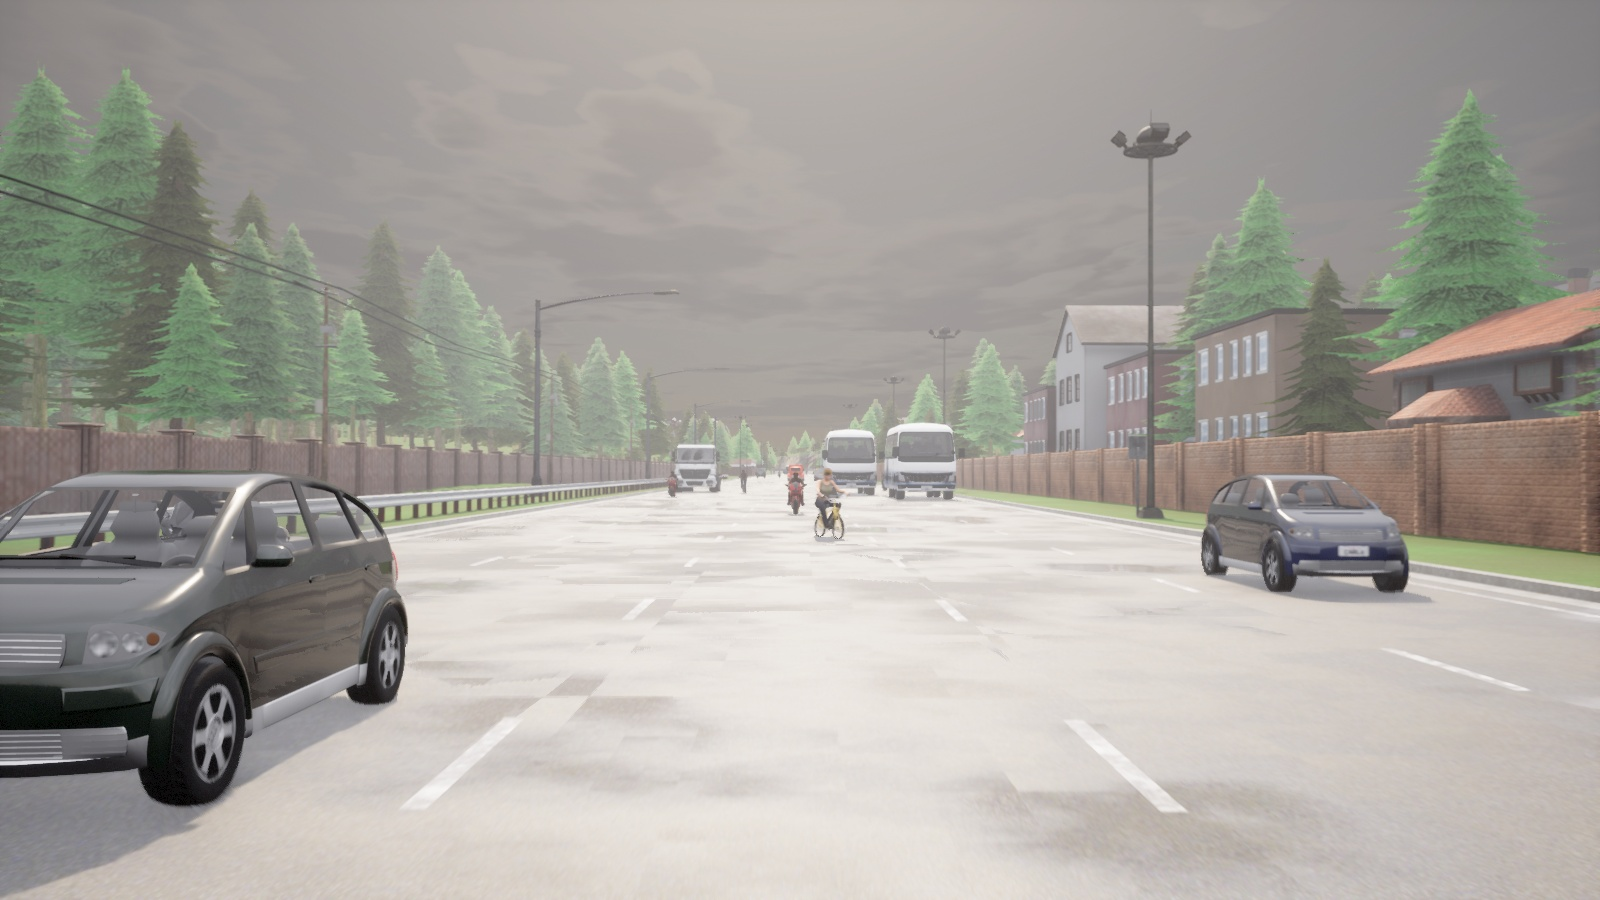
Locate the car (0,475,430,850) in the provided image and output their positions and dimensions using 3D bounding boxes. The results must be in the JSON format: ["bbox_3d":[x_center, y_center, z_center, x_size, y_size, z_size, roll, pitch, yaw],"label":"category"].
[{"bbox_3d":[-3.523,0.923,7.089,1.789,1.549,3.705,0,-1,0],"label":"car"}]

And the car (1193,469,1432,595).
[{"bbox_3d":[6.945,1.051,17.466,1.789,1.549,3.705,0,-1,0],"label":"car"}]

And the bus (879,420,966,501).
[{"bbox_3d":[6.781,0.583,71.445,3.944,4.253,10.273,0,-1,0],"label":"bus"}]

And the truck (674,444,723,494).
[{"bbox_3d":[-7.283,1.355,91.036,2.891,3.462,7.936,0,-1,0],"label":"truck"}]

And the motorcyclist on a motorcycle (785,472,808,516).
[{"bbox_3d":[-0.132,1.525,44.367,0.797,1.523,2.044,0,-1,0],"label":"motorcyclist on a motorcycle"}]

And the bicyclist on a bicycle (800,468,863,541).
[{"bbox_3d":[0.704,1.219,28.694,0.866,1.612,1.509,0,-1,-25],"label":"bicyclist on a bicycle"}]

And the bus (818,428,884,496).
[{"bbox_3d":[3.244,0.791,83.294,3.944,4.253,10.273,0,-1,0],"label":"bus"}]
